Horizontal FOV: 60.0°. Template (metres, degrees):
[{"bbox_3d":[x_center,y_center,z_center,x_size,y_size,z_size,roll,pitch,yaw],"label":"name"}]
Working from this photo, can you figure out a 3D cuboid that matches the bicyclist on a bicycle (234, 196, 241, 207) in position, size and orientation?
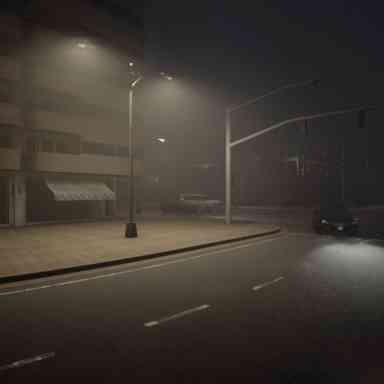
[{"bbox_3d":[6.415,1.356,46.991,0.582,1.620,1.656,0,0,41],"label":"bicyclist on a bicycle"}]

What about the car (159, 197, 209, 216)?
[{"bbox_3d":[-1.112,1.547,33.049,4.902,1.511,2.128,0,0,41],"label":"car"}]

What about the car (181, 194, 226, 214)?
[{"bbox_3d":[0.990,1.276,35.856,5.566,2.045,2.150,0,0,41],"label":"car"}]

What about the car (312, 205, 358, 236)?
[{"bbox_3d":[7.822,1.496,18.455,2.128,1.511,4.902,1,0,15],"label":"car"}]

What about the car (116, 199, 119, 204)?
[{"bbox_3d":[-15.272,1.603,59.228,5.357,1.411,2.033,0,0,41],"label":"car"}]
